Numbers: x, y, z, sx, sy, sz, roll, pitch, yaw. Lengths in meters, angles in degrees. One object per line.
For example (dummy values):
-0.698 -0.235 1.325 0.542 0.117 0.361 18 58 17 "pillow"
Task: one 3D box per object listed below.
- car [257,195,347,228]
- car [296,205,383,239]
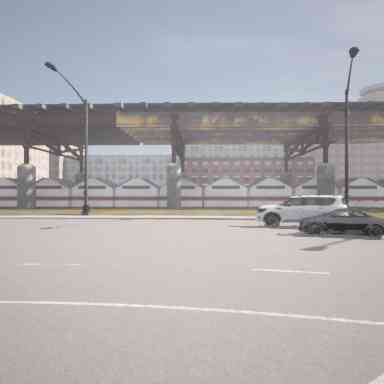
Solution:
6.970 1.222 21.216 5.566 2.045 2.150 0 -1 15 "car"
7.688 1.564 17.120 4.181 1.385 1.994 0 0 18 "car"
